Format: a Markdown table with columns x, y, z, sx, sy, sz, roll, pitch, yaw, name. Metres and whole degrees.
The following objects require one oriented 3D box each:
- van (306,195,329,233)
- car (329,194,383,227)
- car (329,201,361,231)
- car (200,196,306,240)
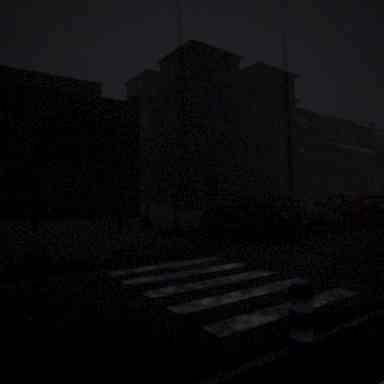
| x | y | z | sx | sy | sz | roll | pitch | yaw | name |
| --- | --- | --- | --- | --- | --- | --- | --- | --- | --- |
| 5.063 | 1.250 | 18.833 | 1.878 | 1.987 | 4.442 | 0 | 0 | -35 | van |
| 9.535 | 1.211 | 22.139 | 2.435 | 2.045 | 5.566 | 0 | 0 | -35 | car |
| 7.394 | 1.499 | 20.572 | 2.163 | 1.488 | 4.792 | 0 | 0 | -35 | car |
| 2.703 | 1.228 | 17.362 | 2.435 | 2.045 | 5.566 | 0 | 0 | -35 | car |
